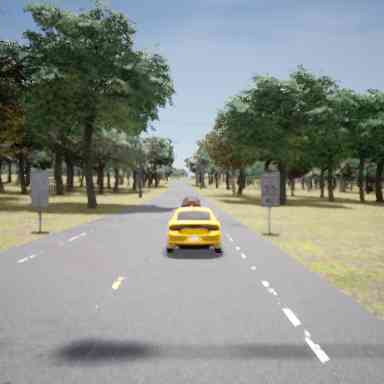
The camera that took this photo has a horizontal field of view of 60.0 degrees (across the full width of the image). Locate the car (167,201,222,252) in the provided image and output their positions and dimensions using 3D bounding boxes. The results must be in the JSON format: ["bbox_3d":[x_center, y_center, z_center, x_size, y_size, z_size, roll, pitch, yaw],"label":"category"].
[{"bbox_3d":[0.065,1.331,13.140,1.882,1.535,5.008,0,1,0],"label":"car"}]

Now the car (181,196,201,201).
[{"bbox_3d":[-0.074,1.108,32.828,1.812,1.442,4.674,0,1,-1],"label":"car"}]
